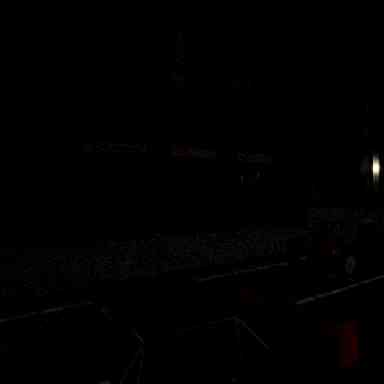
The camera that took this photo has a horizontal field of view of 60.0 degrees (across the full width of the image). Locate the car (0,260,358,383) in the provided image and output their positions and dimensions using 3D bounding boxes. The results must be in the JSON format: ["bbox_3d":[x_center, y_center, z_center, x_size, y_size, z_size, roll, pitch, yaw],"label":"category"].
[{"bbox_3d":[-0.617,1.594,2.940,4.718,1.301,1.895,0,0,-36],"label":"car"}]

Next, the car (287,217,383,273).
[{"bbox_3d":[4.767,1.482,10.057,4.507,1.381,1.887,0,0,-36],"label":"car"}]
